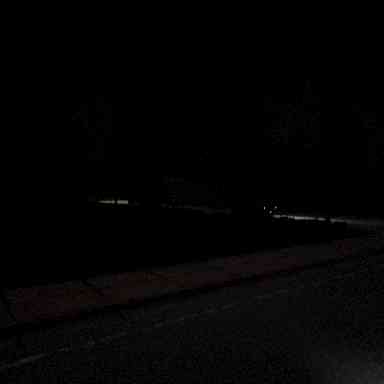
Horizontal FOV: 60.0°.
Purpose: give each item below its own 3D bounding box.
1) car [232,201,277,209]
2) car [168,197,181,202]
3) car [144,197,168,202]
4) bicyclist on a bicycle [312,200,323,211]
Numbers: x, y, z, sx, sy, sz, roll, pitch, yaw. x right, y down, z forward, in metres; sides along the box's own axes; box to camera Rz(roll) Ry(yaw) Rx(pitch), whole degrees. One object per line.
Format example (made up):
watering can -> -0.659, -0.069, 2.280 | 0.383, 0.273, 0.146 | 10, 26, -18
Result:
car -> 6.073, 1.564, 32.590 | 1.895, 1.301, 4.718 | 0, 0, -33
car -> -3.597, 1.463, 53.288 | 2.128, 1.511, 4.902 | 0, 0, -34
car -> -6.152, 1.449, 50.639 | 1.882, 1.535, 5.008 | 0, 0, -34
bicyclist on a bicycle -> 13.225, 1.347, 35.043 | 1.656, 1.620, 0.582 | 22, -28, -26
